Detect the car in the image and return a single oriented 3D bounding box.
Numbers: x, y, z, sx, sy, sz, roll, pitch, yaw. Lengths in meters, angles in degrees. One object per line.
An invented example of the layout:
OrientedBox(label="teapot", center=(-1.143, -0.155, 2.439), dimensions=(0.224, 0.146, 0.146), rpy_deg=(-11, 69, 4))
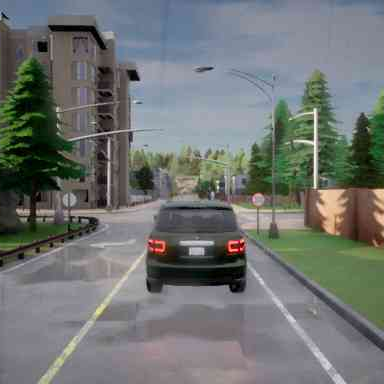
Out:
OrientedBox(label="car", center=(0.093, 1.221, 9.018), dimensions=(2.150, 2.045, 5.566), rpy_deg=(0, 0, 0))
